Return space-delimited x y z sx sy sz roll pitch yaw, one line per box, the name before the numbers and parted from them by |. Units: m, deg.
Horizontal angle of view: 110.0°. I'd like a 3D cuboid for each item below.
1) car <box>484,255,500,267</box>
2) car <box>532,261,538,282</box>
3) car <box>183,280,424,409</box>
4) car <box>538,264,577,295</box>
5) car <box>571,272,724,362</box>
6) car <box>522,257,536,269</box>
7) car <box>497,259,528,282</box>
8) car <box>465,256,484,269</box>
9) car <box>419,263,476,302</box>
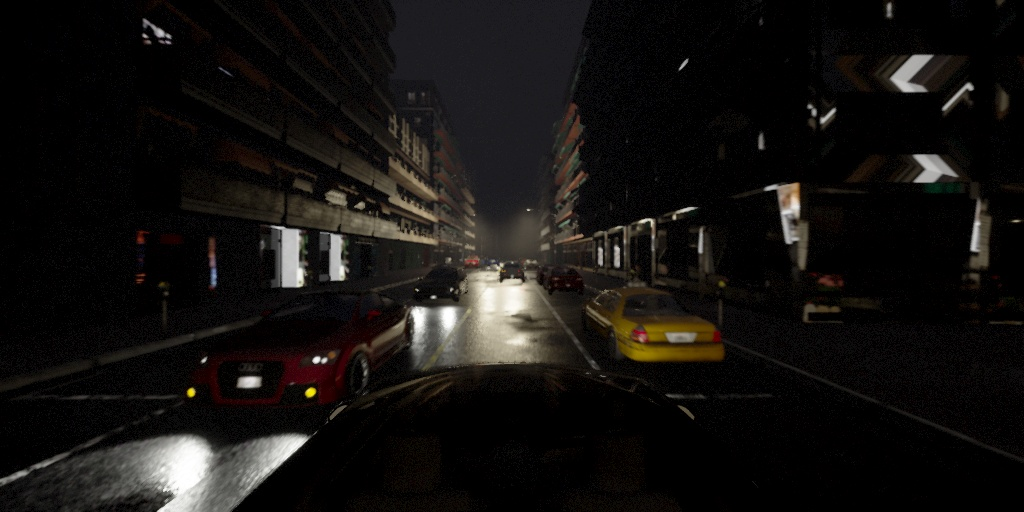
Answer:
car | -3.209 0.836 62.283 2.150 2.045 5.566 0 0 0
car | 2.627 1.228 24.822 1.888 1.381 4.507 0 0 0
car | -3.105 1.303 6.233 1.994 1.385 4.181 0 0 0
car | 2.644 1.241 19.161 1.888 1.381 4.507 0 0 0
car | 2.677 1.252 8.009 1.751 1.417 4.829 0 0 0
car | 2.558 1.186 47.472 2.007 1.370 4.403 0 0 0
car | 0.030 1.207 27.593 1.812 1.442 4.674 0 0 0
car | -5.839 0.949 53.130 2.192 1.841 5.009 0 0 0
car | -3.133 1.256 16.998 2.033 1.411 5.357 0 0 0
